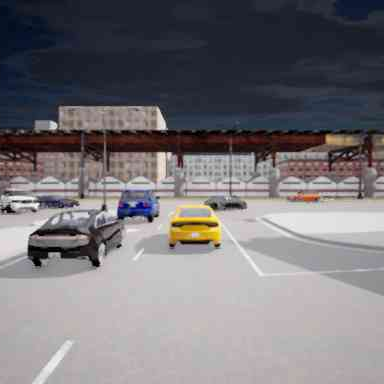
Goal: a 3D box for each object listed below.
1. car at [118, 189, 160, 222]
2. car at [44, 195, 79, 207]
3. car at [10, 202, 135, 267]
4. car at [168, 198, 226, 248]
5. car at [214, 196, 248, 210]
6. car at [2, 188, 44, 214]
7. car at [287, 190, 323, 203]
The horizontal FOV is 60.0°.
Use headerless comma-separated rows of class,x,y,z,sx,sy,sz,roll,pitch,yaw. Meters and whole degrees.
car,-3.459,0.839,22.234,2.150,2.045,5.566,0,1,0
car,-14.062,0.965,33.994,5.357,1.411,2.033,0,1,22
car,-3.400,1.307,10.643,2.128,1.511,4.902,0,1,0
car,0.100,1.242,13.646,1.882,1.535,5.008,0,1,0
car,3.188,1.031,31.056,4.181,1.385,1.994,-1,1,-35
car,-14.969,0.726,28.918,2.150,2.045,5.566,2,0,-38
car,15.383,0.573,45.546,4.553,1.767,2.097,0,1,-2
